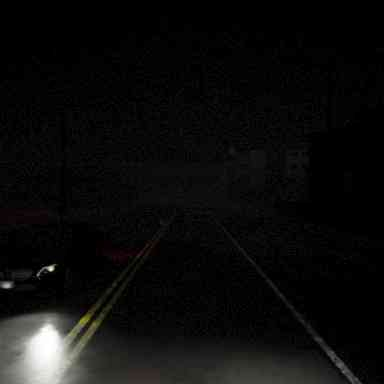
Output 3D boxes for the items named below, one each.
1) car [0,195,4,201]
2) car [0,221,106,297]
[{"bbox_3d":[-45.110,1.473,81.249,5.027,1.636,2.152,0,0,-1],"label":"car"},{"bbox_3d":[-3.587,1.531,8.778,1.812,1.442,4.674,0,0,0],"label":"car"}]
